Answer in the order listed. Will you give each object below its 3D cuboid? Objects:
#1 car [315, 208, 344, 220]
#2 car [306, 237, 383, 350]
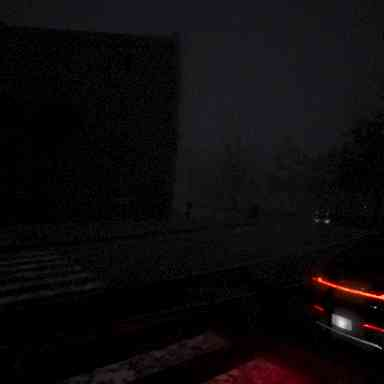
[{"bbox_3d":[19.183,2.985,46.280,4.553,1.767,2.097,5,-2,-37],"label":"car"},{"bbox_3d":[4.104,1.531,5.659,4.892,1.490,1.837,1,-1,-30],"label":"car"}]
